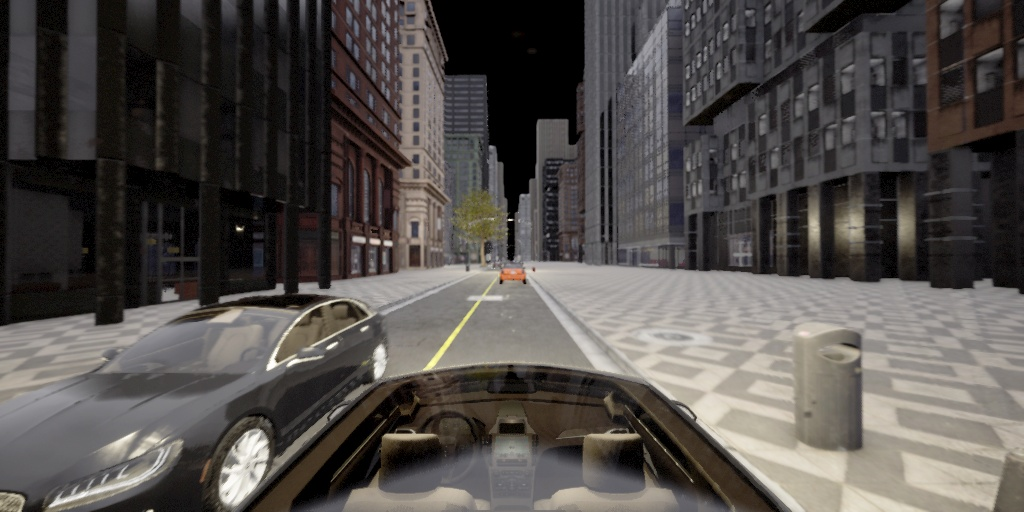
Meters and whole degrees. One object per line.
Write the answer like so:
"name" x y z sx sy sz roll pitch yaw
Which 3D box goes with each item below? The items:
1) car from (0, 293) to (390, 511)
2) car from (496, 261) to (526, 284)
"car" -2.998 1.280 4.296 1.837 1.490 4.892 0 0 0
"car" 0.064 1.278 29.255 2.097 1.767 4.553 0 0 0
